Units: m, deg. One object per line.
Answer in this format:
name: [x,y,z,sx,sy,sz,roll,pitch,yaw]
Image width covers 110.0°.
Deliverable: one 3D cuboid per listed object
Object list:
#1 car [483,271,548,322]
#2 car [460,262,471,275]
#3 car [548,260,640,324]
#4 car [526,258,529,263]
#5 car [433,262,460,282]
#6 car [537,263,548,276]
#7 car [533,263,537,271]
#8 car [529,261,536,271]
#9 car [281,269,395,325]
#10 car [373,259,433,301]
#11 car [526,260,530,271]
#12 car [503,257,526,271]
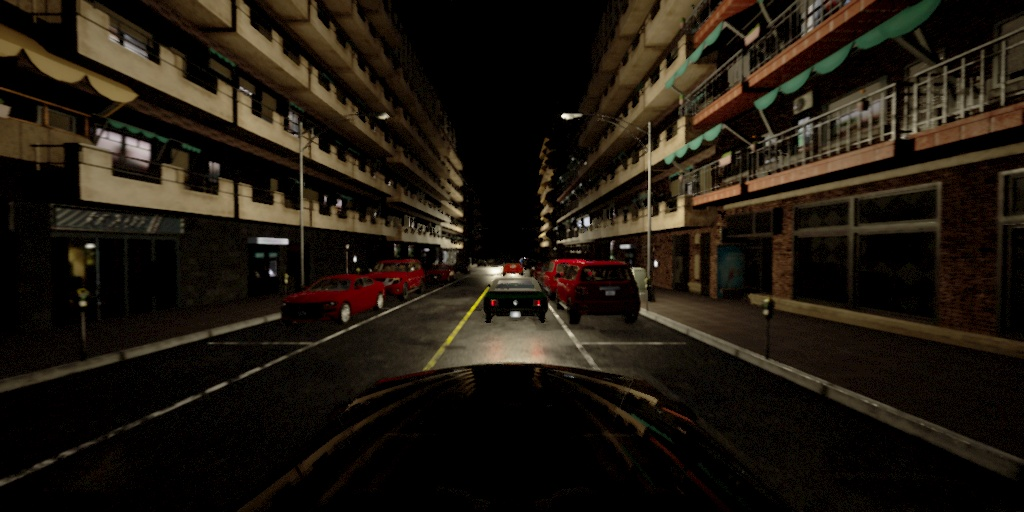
car: [0.103,1.368,12.391,1.895,1.301,4.718,0,0,0]
car: [-5.682,1.365,40.283,1.948,1.339,4.313,0,0,0]
car: [2.659,1.081,12.015,2.192,1.841,5.009,0,0,0]
car: [2.704,1.374,51.667,1.948,1.339,4.313,0,0,0]
car: [-5.684,1.333,28.952,1.888,1.381,4.507,0,0,0]
car: [2.661,1.089,17.681,2.192,1.841,5.009,0,0,0]
car: [2.662,1.347,23.345,1.948,1.339,4.313,0,0,0]
car: [2.663,1.333,29.010,1.888,1.381,4.507,0,0,0]
car: [-5.689,1.311,11.959,1.888,1.381,4.507,0,0,0]
car: [-5.687,1.089,17.622,2.192,1.841,5.009,0,0,0]
car: [2.670,1.359,34.674,1.948,1.339,4.313,0,0,0]
car: [0.109,1.150,39.295,2.097,1.767,4.553,0,0,0]
